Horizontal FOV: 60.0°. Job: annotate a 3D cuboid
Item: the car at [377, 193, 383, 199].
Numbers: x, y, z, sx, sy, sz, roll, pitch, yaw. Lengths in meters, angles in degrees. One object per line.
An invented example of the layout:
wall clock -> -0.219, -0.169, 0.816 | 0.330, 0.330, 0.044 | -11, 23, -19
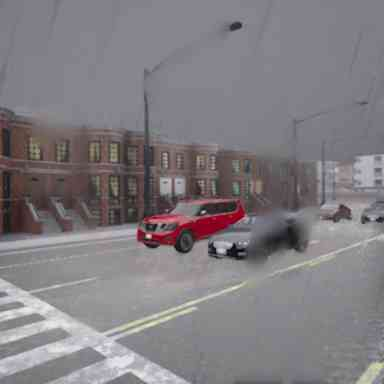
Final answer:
car -> 22.749, 1.158, 38.195 | 2.150, 2.045, 5.566 | -1, -1, 40

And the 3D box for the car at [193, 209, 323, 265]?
car -> 2.595, 1.556, 12.092 | 2.128, 1.511, 4.902 | -1, -1, 44

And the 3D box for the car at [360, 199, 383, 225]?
car -> 13.481, 1.514, 23.488 | 2.128, 1.511, 4.902 | -1, -1, 44

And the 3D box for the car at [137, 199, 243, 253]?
car -> 0.241, 1.334, 14.701 | 2.150, 2.045, 5.566 | -1, -1, 44

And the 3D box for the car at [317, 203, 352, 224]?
car -> 10.974, 1.596, 25.928 | 1.812, 1.442, 4.674 | -1, -1, 44
